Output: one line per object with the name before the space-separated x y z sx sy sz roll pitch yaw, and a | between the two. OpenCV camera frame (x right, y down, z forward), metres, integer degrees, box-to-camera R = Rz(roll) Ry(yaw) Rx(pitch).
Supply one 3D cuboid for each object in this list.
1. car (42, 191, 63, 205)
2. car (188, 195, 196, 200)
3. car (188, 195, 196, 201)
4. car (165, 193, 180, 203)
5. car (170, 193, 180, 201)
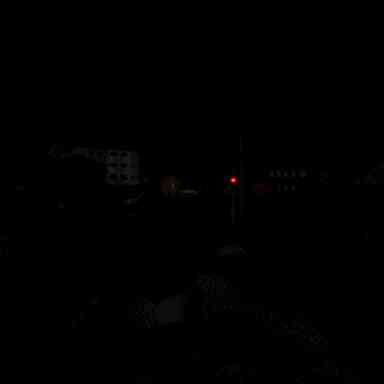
car | -19.755 0.869 45.830 1.905 1.878 3.866 0 0 35
car | 0.006 1.362 87.651 1.895 1.301 4.718 0 0 0
car | 0.005 1.333 77.055 2.033 1.411 5.357 0 0 0
car | -4.019 1.191 63.672 2.097 1.767 4.553 0 0 1
car | -3.995 1.150 79.093 2.097 1.767 4.553 0 0 0
